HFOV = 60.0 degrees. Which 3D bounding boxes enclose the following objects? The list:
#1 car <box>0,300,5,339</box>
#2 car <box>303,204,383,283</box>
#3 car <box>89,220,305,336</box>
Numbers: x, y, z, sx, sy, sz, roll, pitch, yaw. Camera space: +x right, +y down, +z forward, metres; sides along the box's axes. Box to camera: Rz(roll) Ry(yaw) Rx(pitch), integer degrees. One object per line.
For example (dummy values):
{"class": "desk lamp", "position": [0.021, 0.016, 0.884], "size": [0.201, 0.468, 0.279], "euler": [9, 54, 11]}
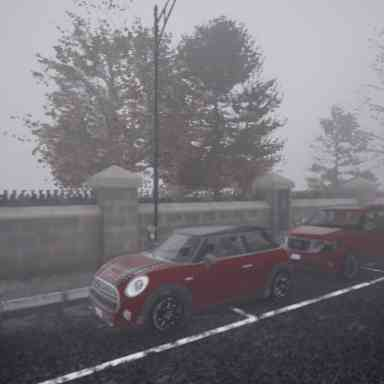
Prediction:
{"class": "car", "position": [-4.484, 1.545, 3.361], "size": [4.507, 1.381, 1.887], "euler": [0, 0, -35]}
{"class": "car", "position": [4.683, 1.320, 9.898], "size": [5.009, 1.841, 2.192], "euler": [0, 0, -35]}
{"class": "car", "position": [0.099, 1.442, 6.627], "size": [4.097, 1.590, 1.967], "euler": [0, 0, -35]}
